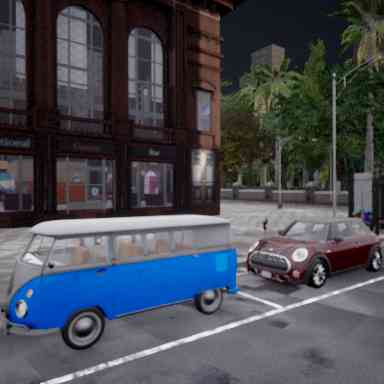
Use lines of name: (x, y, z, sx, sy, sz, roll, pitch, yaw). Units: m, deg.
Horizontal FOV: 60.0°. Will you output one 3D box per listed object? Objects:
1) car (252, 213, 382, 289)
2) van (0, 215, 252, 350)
car: (3.383, 1.436, 9.105, 4.097, 1.590, 1.967, 0, 0, -36)
van: (-1.019, 1.340, 5.933, 3.998, 1.788, 1.690, 0, 0, -36)
